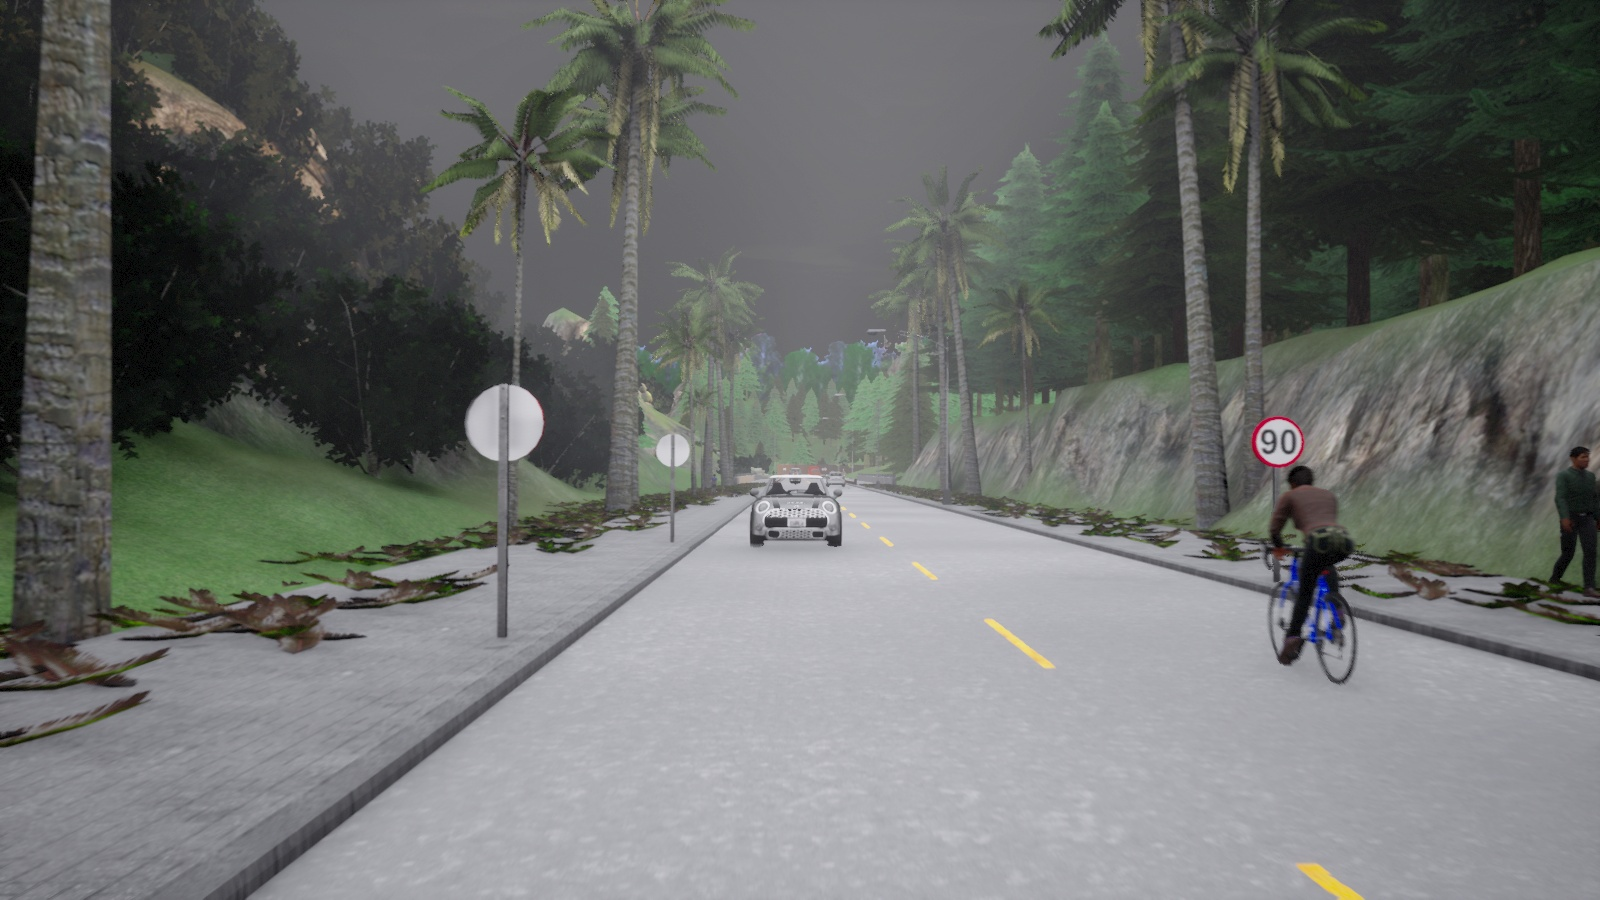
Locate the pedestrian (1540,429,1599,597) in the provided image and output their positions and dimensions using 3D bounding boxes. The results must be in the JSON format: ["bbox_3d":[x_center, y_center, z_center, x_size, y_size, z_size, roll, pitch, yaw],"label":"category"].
[{"bbox_3d":[9.268,0.738,14.958,0.423,1.949,0.788,0,-1,0],"label":"pedestrian"}]

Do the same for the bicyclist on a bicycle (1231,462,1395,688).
[{"bbox_3d":[3.973,0.917,9.858,0.582,1.620,1.656,0,-1,0],"label":"bicyclist on a bicycle"}]

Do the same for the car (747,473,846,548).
[{"bbox_3d":[-0.074,1.230,26.865,1.970,1.475,3.806,0,-1,0],"label":"car"}]
